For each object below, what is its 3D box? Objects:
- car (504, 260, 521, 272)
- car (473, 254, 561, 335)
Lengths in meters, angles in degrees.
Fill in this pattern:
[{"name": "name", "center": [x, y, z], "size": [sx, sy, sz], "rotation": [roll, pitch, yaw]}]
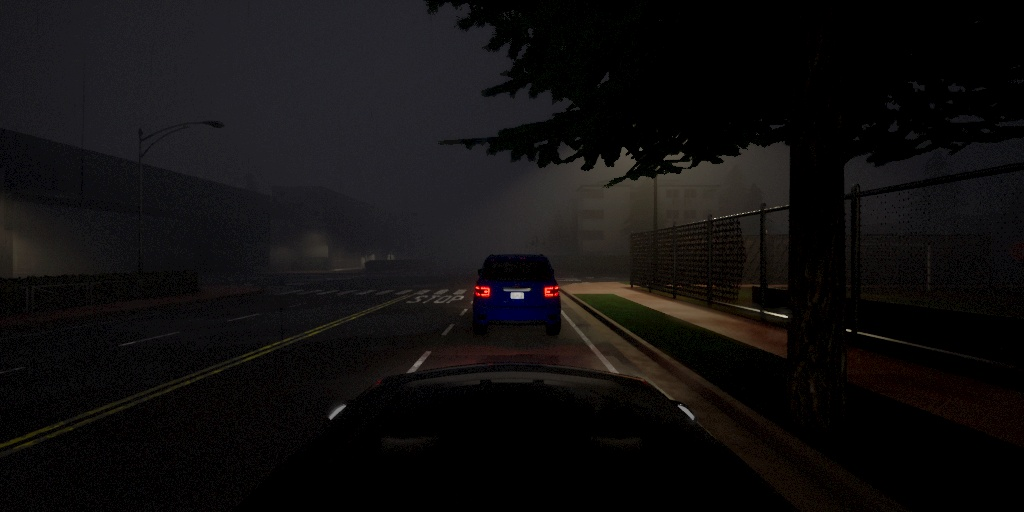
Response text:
[{"name": "car", "center": [0.065, 1.242, 45.923], "size": [2.128, 1.511, 4.902], "rotation": [0, 0, 0]}, {"name": "car", "center": [0.124, 0.972, 10.642], "size": [2.150, 2.045, 5.566], "rotation": [0, 0, 0]}]
